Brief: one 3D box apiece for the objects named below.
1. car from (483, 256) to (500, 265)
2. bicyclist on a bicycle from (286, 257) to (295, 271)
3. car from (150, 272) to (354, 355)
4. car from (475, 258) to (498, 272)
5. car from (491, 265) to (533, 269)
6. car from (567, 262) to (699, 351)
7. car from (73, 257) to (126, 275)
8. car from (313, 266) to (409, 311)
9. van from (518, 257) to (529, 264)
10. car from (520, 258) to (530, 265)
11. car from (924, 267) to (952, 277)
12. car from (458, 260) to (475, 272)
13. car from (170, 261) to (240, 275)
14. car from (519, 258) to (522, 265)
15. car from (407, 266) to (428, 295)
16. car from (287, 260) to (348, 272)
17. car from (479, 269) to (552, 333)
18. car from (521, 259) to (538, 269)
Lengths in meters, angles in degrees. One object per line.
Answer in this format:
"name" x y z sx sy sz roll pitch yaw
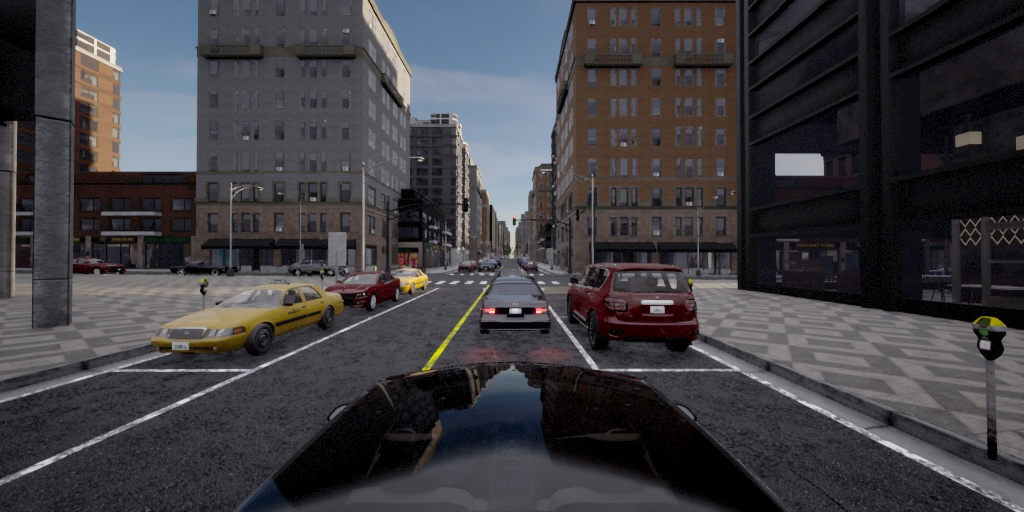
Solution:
"car" -3.282 1.242 56.562 1.882 1.535 5.008 0 0 0
"bicyclist on a bicycle" -23.138 0.909 37.578 0.582 1.620 1.656 0 0 0
"car" -5.881 1.277 8.758 1.751 1.417 4.829 0 0 0
"car" -3.263 1.325 46.528 1.994 1.385 4.181 0 0 -1
"car" 0.005 1.355 20.406 1.895 1.301 4.718 0 0 0
"car" 2.644 1.066 8.949 2.192 1.841 5.009 0 0 0
"car" -36.856 0.897 31.382 5.008 1.535 1.882 1 -1 0
"car" -5.902 1.298 14.553 1.888 1.381 4.507 0 0 0
"van" 2.450 1.108 64.238 1.690 1.789 3.998 0 0 0
"car" 2.490 1.344 52.891 1.802 1.307 4.207 0 0 0
"car" 38.820 1.641 31.205 4.181 1.385 1.994 0 -1 0
"car" -6.016 1.306 47.197 1.888 1.381 4.507 0 0 0
"car" -26.761 1.112 31.346 4.718 1.301 1.895 1 -1 0
"car" 2.470 1.346 58.564 1.802 1.307 4.207 0 0 0
"car" -5.921 1.279 20.007 1.751 1.417 4.829 0 0 0
"car" -16.864 1.092 31.321 4.902 1.511 2.128 1 -1 0
"car" 0.060 1.299 10.679 2.033 1.411 5.357 0 0 0
"car" 2.510 1.343 47.218 1.802 1.307 4.207 0 0 0
